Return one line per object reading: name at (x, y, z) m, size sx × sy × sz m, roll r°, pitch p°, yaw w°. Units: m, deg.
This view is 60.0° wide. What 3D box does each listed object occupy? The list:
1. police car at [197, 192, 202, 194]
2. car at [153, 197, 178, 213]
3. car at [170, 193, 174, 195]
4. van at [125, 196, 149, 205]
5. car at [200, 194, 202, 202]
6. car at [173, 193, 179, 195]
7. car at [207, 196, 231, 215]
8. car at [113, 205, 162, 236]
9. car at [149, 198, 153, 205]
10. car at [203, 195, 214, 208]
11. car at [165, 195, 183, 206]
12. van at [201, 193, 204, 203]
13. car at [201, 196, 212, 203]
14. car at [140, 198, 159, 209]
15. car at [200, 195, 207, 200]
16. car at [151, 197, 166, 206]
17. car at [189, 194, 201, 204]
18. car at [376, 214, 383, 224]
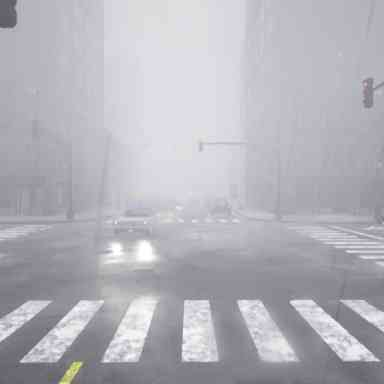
police car at (2.734, 1.412, 79.522) m, size 1.930 × 1.638 × 5.238 m, roll 0°, pitch 0°, yaw 0°
car at (-2.927, 1.561, 37.466) m, size 1.994 × 1.385 × 4.181 m, roll 0°, pitch 0°, yaw 0°
car at (-5.520, 1.535, 73.131) m, size 1.887 × 1.381 × 4.507 m, roll 0°, pitch 0°, yaw 0°
van at (-5.706, 1.339, 33.454) m, size 1.690 × 1.788 × 3.998 m, roll 0°, pitch 0°, yaw 0°
car at (2.953, 1.520, 61.931) m, size 1.752 × 1.417 × 4.829 m, roll 0°, pitch 0°, yaw 0°
car at (-5.440, 1.297, 90.136) m, size 2.192 × 1.841 × 5.009 m, roll 0°, pitch 0°, yaw 0°
car at (2.819, 1.438, 33.416) m, size 1.967 × 1.590 × 4.097 m, roll 0°, pitch 0°, yaw 0°
car at (-3.032, 1.599, 18.642) m, size 1.895 × 1.301 × 4.718 m, roll 0°, pitch 0°, yaw 0°
car at (-5.680, 1.438, 39.122) m, size 1.967 × 1.590 × 4.097 m, roll 0°, pitch 0°, yaw 0°
car at (2.873, 1.438, 44.754) m, size 1.967 × 1.590 × 4.097 m, roll 0°, pitch 0°, yaw 0°
car at (-2.841, 1.597, 54.049) m, size 1.895 × 1.301 × 4.718 m, roll 0°, pitch 0°, yaw 1°
van at (2.926, 1.338, 56.092) m, size 1.690 × 1.788 × 3.998 m, roll 0°, pitch 0°, yaw 0°
car at (2.979, 1.544, 67.431) m, size 2.008 × 1.369 × 4.403 m, roll 0°, pitch 0°, yaw 0°
car at (-5.653, 1.564, 44.790) m, size 1.947 × 1.339 × 4.313 m, roll 0°, pitch 0°, yaw 0°
car at (3.086, 1.548, 90.109) m, size 1.947 × 1.339 × 4.313 m, roll 0°, pitch 0°, yaw 0°
car at (-5.600, 1.562, 56.127) m, size 1.947 × 1.339 × 4.313 m, roll 0°, pitch 0°, yaw 0°
car at (0.296, 1.520, 63.821) m, size 1.812 × 1.442 × 4.674 m, roll 0°, pitch 0°, yaw 0°
car at (14.597, 1.561, 20.753) m, size 5.357 × 1.411 × 2.033 m, roll 0°, pitch 0°, yaw 0°
